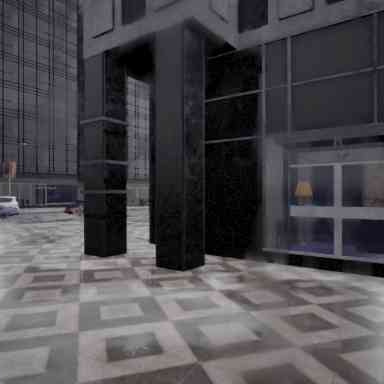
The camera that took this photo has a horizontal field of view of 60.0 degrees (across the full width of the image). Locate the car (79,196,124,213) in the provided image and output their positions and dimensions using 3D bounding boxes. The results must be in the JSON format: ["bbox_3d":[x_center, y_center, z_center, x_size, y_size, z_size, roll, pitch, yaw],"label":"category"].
[{"bbox_3d":[-11.939,1.639,44.128,2.150,2.045,5.566,0,-1,36],"label":"car"}]

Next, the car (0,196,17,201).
[{"bbox_3d":[-20.094,1.449,32.834,2.150,2.045,5.566,0,-1,36],"label":"car"}]

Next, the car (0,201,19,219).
[{"bbox_3d":[-18.418,1.742,29.612,2.033,1.411,5.357,0,-1,36],"label":"car"}]

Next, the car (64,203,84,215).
[{"bbox_3d":[-12.397,1.898,37.942,1.994,1.385,4.181,0,-1,36],"label":"car"}]
